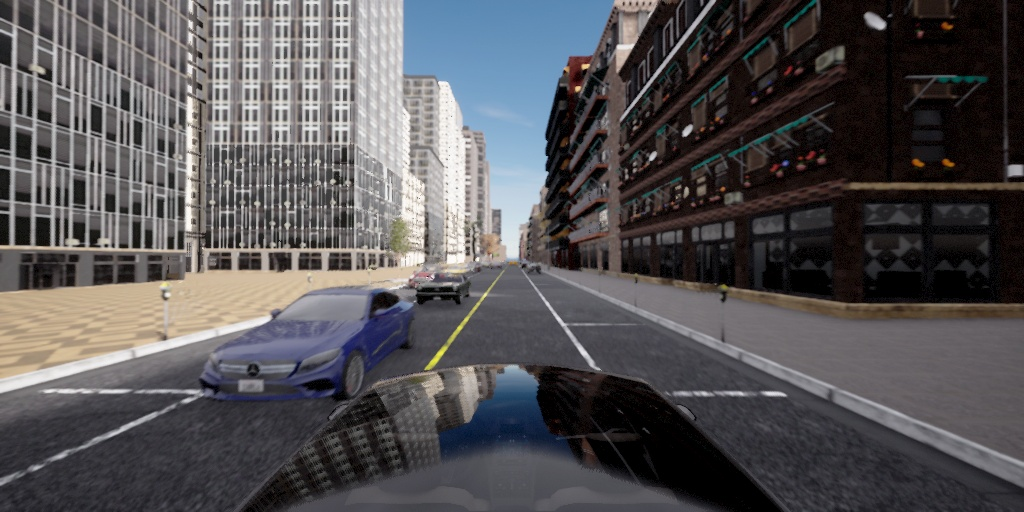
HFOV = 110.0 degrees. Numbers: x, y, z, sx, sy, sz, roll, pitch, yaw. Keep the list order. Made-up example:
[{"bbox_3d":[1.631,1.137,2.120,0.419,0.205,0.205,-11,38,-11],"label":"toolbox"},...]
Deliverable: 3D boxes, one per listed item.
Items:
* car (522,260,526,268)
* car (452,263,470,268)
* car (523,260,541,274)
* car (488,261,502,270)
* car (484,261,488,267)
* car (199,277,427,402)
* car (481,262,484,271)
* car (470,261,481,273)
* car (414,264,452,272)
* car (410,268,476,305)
[{"bbox_3d":[2.855,1.635,52.048,2.007,1.370,4.403,0,0,0],"label":"car"},{"bbox_3d":[-5.584,1.473,35.310,1.751,1.417,4.829,0,0,0],"label":"car"},{"bbox_3d":[2.836,1.597,46.515,2.007,1.370,4.403,0,0,0],"label":"car"},{"bbox_3d":[-2.813,1.680,64.723,1.812,1.442,4.674,0,0,1],"label":"car"},{"bbox_3d":[-5.506,1.649,57.609,2.007,1.370,4.403,0,0,0],"label":"car"},{"bbox_3d":[-3.089,1.296,6.578,1.812,1.442,4.674,0,0,0],"label":"car"},{"bbox_3d":[-5.526,1.500,52.078,1.967,1.591,4.097,0,0,0],"label":"car"},{"bbox_3d":[-5.545,1.573,46.545,2.007,1.370,4.403,0,0,0],"label":"car"},{"bbox_3d":[-5.623,1.315,24.414,1.967,1.591,4.097,0,0,0],"label":"car"},{"bbox_3d":[-3.046,1.435,16.828,1.895,1.301,4.718,0,0,0],"label":"car"}]
